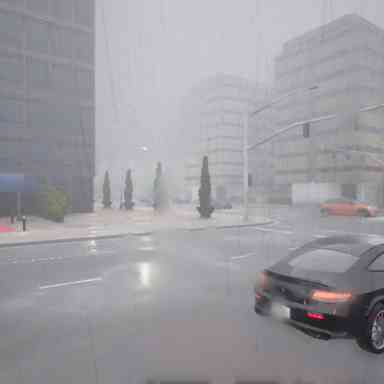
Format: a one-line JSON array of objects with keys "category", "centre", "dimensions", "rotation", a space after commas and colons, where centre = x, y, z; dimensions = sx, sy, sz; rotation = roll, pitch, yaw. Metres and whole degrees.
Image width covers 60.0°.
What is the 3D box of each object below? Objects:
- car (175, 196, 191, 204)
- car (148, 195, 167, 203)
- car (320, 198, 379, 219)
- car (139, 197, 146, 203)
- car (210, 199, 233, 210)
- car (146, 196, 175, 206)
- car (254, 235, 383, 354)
[{"category": "car", "centre": [-2.049, 1.526, 62.228], "dimensions": [1.812, 1.442, 4.674], "rotation": [0, 0, -35]}, {"category": "car", "centre": [-7.333, 1.503, 69.704], "dimensions": [1.837, 1.490, 4.892], "rotation": [0, 0, -35]}, {"category": "car", "centre": [13.687, 1.351, 28.983], "dimensions": [4.553, 1.767, 2.097], "rotation": [0, 0, 43]}, {"category": "car", "centre": [-8.777, 1.564, 65.729], "dimensions": [1.994, 1.385, 4.181], "rotation": [0, 0, -35]}, {"category": "car", "centre": [3.250, 1.564, 42.134], "dimensions": [1.994, 1.385, 4.181], "rotation": [0, 0, -35]}, {"category": "car", "centre": [-5.231, 1.525, 54.244], "dimensions": [1.812, 1.442, 4.674], "rotation": [0, 0, -35]}, {"category": "car", "centre": [3.158, 1.526, 6.073], "dimensions": [4.674, 1.442, 1.812], "rotation": [0, 0, -35]}]
